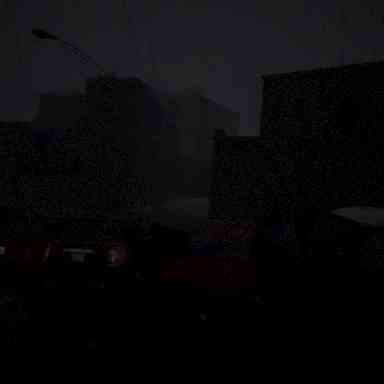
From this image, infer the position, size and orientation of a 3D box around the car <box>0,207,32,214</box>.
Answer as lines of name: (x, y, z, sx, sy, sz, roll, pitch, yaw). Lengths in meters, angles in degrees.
car: (-6.491, 1.322, 12.010, 2.185, 1.767, 4.553, 0, -1, 15)

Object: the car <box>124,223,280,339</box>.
car: (0.744, 1.464, 6.924, 2.097, 1.535, 5.008, 1, -1, 15)

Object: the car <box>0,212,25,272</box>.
car: (-4.068, 1.483, 10.361, 2.163, 1.488, 4.792, 0, -1, 15)

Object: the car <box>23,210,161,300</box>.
car: (-1.677, 1.333, 8.599, 2.185, 1.767, 4.553, 0, -1, 15)

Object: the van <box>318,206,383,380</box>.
van: (3.171, 1.246, 5.329, 1.878, 1.987, 4.442, 0, -1, 15)
